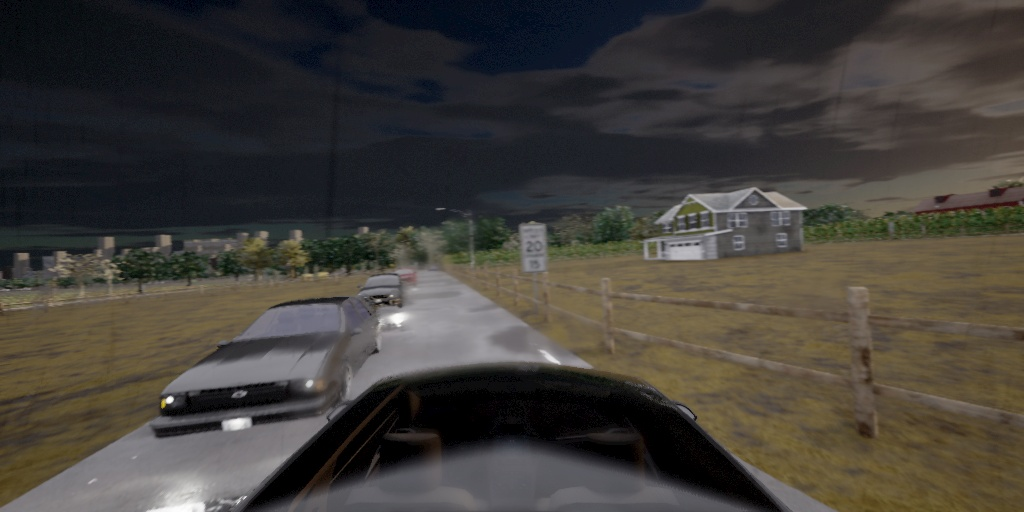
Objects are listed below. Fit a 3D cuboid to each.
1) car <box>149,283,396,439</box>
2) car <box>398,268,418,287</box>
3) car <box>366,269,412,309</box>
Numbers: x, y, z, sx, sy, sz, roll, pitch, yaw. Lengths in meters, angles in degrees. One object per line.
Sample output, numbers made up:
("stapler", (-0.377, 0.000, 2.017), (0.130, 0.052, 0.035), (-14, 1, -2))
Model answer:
("car", (-3.586, 1.495, 6.551), (2.033, 1.411, 5.357), (-3, 0, -12))
("car", (-9.066, 1.786, 30.531), (1.882, 1.535, 5.008), (-3, 0, -13))
("car", (-5.894, 1.587, 16.705), (1.837, 1.490, 4.892), (-3, 0, -13))
